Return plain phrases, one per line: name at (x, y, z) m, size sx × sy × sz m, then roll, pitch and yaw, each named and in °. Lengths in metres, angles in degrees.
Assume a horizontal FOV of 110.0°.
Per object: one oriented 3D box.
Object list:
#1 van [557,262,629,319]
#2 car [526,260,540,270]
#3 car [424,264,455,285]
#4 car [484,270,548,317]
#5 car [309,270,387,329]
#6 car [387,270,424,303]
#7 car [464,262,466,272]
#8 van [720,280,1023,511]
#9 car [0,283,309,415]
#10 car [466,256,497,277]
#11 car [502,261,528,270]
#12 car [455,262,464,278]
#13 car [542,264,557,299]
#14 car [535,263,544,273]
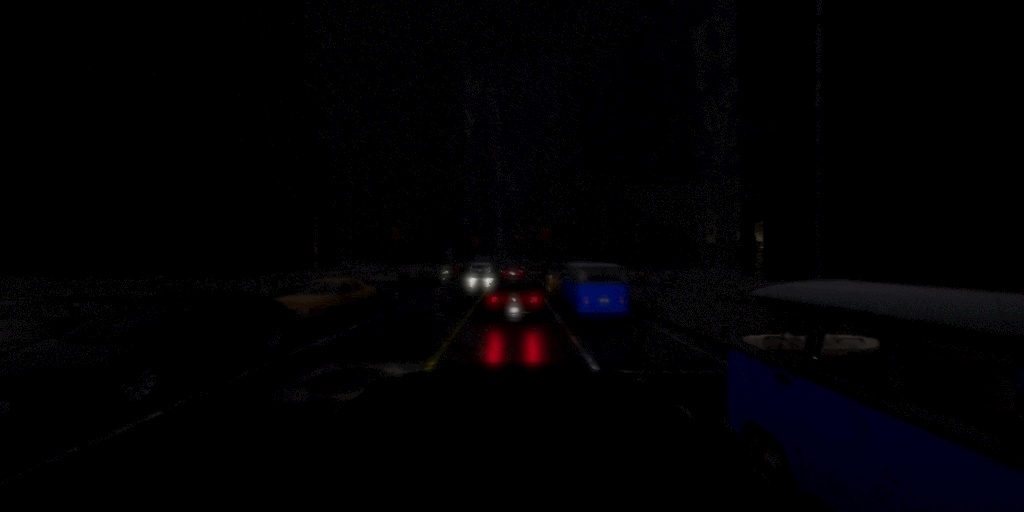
van at (2.761, 1.109, 12.572) m, size 1.690 × 1.789 × 3.998 m, roll 0°, pitch 0°, yaw 0°
car at (2.757, 1.368, 37.969) m, size 2.007 × 1.370 × 4.403 m, roll 0°, pitch 0°, yaw 0°
car at (-5.766, 1.345, 26.631) m, size 2.007 × 1.370 × 4.403 m, roll 0°, pitch 0°, yaw 0°
car at (0.081, 1.371, 13.248) m, size 1.895 × 1.301 × 4.718 m, roll 0°, pitch 0°, yaw 0°
car at (-5.764, 1.292, 11.300) m, size 1.751 × 1.417 × 4.829 m, roll 0°, pitch 0°, yaw 0°
car at (-5.765, 1.327, 16.759) m, size 2.007 × 1.370 × 4.403 m, roll 0°, pitch 0°, yaw 0°
car at (-5.769, 1.379, 42.964) m, size 2.007 × 1.370 × 4.403 m, roll 0°, pitch 0°, yaw 0°
van at (2.762, 1.091, 1.745) m, size 1.690 × 1.789 × 3.998 m, roll 0°, pitch 0°, yaw 0°
car at (-5.763, 1.323, 6.180) m, size 1.948 × 1.339 × 4.313 m, roll 0°, pitch 0°, yaw 0°
car at (-3.090, 1.037, 37.227) m, size 2.150 × 2.045 × 5.566 m, roll 0°, pitch 0°, yaw 0°
car at (0.082, 1.365, 29.931) m, size 1.994 × 1.385 × 4.181 m, roll 0°, pitch 0°, yaw 0°
car at (-5.767, 1.351, 32.075) m, size 1.888 × 1.381 × 4.507 m, roll 0°, pitch 0°, yaw 0°
car at (2.760, 1.304, 18.155) m, size 1.751 × 1.417 × 4.829 m, roll 0°, pitch 0°, yaw 0°
car at (2.759, 1.354, 23.398) m, size 1.948 × 1.339 × 4.313 m, roll 0°, pitch 0°, yaw 0°
